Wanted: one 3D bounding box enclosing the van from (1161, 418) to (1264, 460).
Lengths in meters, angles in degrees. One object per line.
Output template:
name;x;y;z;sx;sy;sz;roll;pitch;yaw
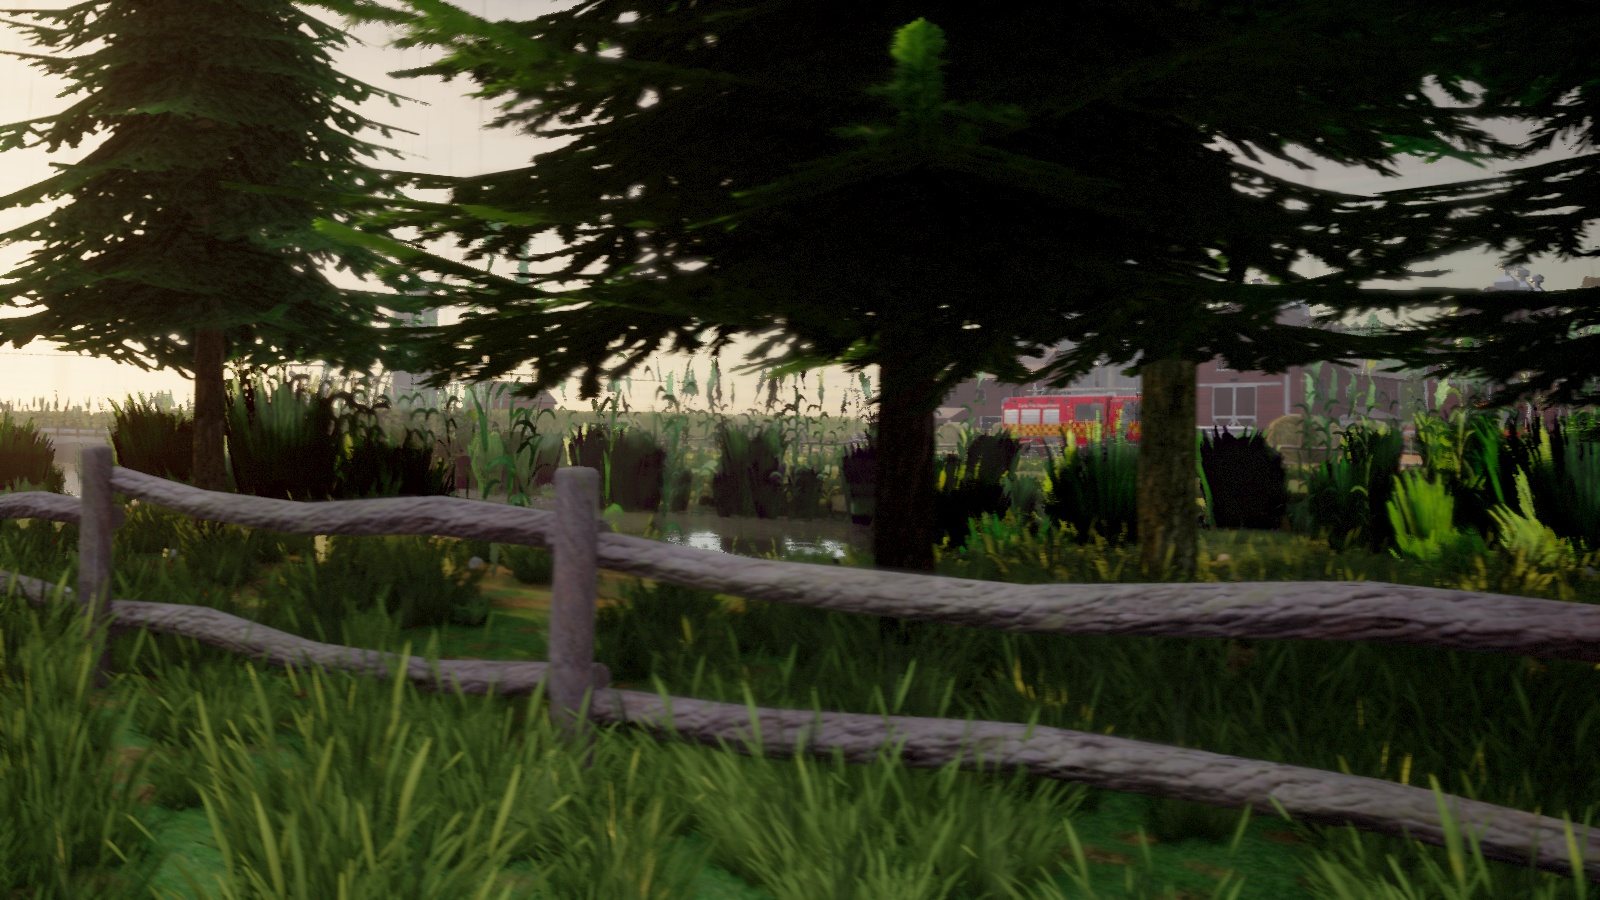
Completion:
van;20.061;-0.538;61.143;4.442;1.987;1.775;0;1;35

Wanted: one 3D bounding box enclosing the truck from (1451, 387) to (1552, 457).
truck;37.086;-1.455;66.220;2.891;3.462;7.936;0;1;42

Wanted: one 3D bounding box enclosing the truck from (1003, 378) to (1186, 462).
truck;14.321;-1.411;61.600;2.891;3.827;8.468;-1;1;-45
